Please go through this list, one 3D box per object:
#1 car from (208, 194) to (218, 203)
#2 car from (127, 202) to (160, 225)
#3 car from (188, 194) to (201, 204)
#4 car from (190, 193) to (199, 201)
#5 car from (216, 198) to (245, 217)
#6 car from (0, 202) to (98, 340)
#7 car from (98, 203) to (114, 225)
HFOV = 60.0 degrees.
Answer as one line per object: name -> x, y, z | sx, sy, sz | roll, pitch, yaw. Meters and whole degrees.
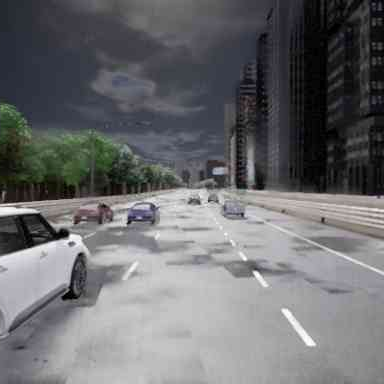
car -> 3.893, 1.228, 61.169 | 2.033, 1.649, 4.856 | 0, -1, 1
car -> -3.341, 1.457, 23.434 | 1.812, 1.442, 4.674 | 0, 0, 0
car -> 0.421, 1.270, 55.449 | 1.812, 1.442, 4.674 | 0, 0, 1
car -> 0.520, 1.073, 70.496 | 1.882, 1.535, 5.008 | 0, 1, 1
car -> 3.593, 1.513, 29.923 | 2.033, 1.411, 5.357 | 0, 0, 0
car -> -3.397, 1.215, 5.174 | 2.150, 2.045, 5.566 | 0, 0, 0
car -> -6.841, 1.456, 23.444 | 1.812, 1.442, 4.674 | 0, 0, 0
